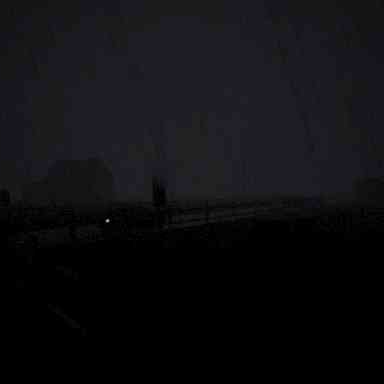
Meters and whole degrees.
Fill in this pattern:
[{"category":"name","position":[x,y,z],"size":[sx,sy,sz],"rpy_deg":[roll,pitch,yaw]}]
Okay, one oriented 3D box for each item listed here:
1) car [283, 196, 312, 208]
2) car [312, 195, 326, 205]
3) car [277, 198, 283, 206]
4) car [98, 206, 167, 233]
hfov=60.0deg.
[{"category":"car","position":[14.170,1.316,44.521],"size":[1.812,1.442,4.674],"rpy_deg":[-1,0,35]},{"category":"car","position":[19.977,1.264,53.026],"size":[1.812,1.442,4.674],"rpy_deg":[-1,0,35]},{"category":"car","position":[14.402,1.338,49.788],"size":[2.033,1.411,5.357],"rpy_deg":[-1,0,35]},{"category":"car","position":[-3.331,1.490,19.256],"size":[1.994,1.385,4.181],"rpy_deg":[-1,0,35]}]
